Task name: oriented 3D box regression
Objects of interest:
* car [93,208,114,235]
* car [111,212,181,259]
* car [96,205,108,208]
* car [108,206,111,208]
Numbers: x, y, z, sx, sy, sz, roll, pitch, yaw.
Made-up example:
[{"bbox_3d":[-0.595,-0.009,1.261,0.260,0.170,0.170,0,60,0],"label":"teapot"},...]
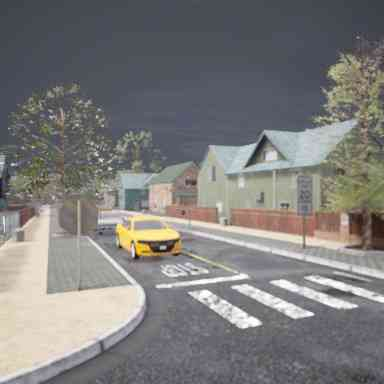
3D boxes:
[{"bbox_3d":[-5.915,2.119,23.670,1.812,1.442,4.674,0,-1,-23],"label":"car"},{"bbox_3d":[-2.043,1.841,14.572,1.882,1.535,5.008,0,-1,-23],"label":"car"},{"bbox_3d":[-9.858,2.333,32.966,1.837,1.490,4.892,0,-1,-23],"label":"car"},{"bbox_3d":[-12.058,2.583,45.643,1.882,1.535,5.008,0,-1,-23],"label":"car"}]
